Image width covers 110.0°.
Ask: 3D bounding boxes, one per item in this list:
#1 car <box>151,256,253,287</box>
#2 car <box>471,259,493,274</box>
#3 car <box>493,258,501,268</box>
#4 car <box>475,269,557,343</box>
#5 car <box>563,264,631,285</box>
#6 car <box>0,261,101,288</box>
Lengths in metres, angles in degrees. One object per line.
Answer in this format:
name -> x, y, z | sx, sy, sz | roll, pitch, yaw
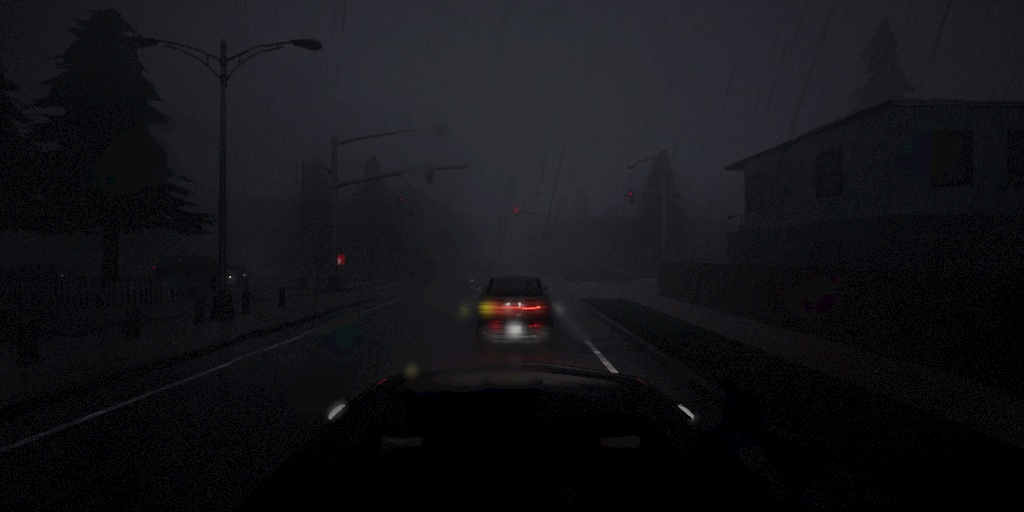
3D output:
car -> -20.664, 0.986, 24.009 | 5.566, 2.045, 2.150 | 0, 0, -1
car -> -3.511, 1.254, 41.342 | 1.837, 1.490, 4.892 | 0, 0, 0
car -> -3.448, 1.297, 59.643 | 2.033, 1.411, 5.357 | 0, 0, 0
car -> 0.093, 1.255, 9.698 | 1.837, 1.490, 4.892 | 0, 0, 0
car -> 5.953, 1.259, 25.377 | 4.674, 1.442, 1.812 | 0, 1, 5
car -> -31.102, 1.257, 23.733 | 4.902, 1.511, 2.128 | 0, 0, -1
